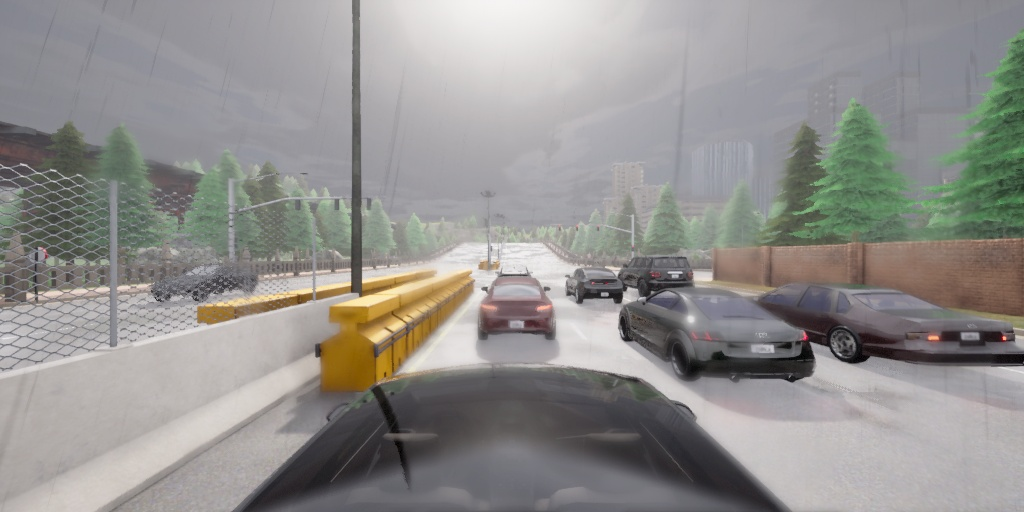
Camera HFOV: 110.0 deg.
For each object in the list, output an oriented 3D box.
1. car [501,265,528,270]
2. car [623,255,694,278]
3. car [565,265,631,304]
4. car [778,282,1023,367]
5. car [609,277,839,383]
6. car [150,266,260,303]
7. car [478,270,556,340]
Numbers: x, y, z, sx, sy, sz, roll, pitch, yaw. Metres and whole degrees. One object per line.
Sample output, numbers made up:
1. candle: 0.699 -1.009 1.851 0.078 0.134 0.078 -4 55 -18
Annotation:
1. car: 0.120 1.241 19.079 2.128 1.511 4.902 0 0 0
2. car: 7.118 0.972 18.310 2.150 2.045 5.566 0 0 0
3. car: 3.616 1.255 16.371 1.837 1.490 4.892 0 0 0
4. car: 7.108 1.297 8.068 2.033 1.411 5.357 0 0 0
5. car: 3.611 1.314 7.204 1.994 1.385 4.181 0 0 -1
6. car: -13.983 1.193 16.749 1.812 1.442 4.674 0 0 0
7. car: 0.110 1.276 9.834 1.812 1.442 4.674 0 0 0
